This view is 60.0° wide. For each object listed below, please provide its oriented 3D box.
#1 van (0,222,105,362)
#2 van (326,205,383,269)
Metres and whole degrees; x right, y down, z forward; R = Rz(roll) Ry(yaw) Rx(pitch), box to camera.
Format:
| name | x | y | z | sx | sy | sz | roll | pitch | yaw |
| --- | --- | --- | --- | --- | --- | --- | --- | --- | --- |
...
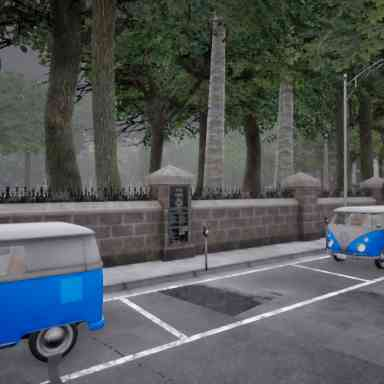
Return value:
| name | x | y | z | sx | sy | sz | roll | pitch | yaw |
| --- | --- | --- | --- | --- | --- | --- | --- | --- | --- |
| van | -3.167 | 1.341 | 4.275 | 3.998 | 1.788 | 1.690 | 0 | 0 | -36 |
| van | 6.040 | 1.337 | 10.854 | 3.998 | 1.788 | 1.690 | 0 | 0 | -36 |
